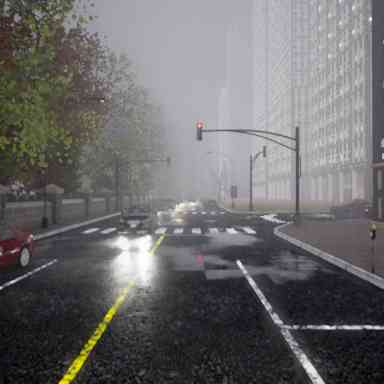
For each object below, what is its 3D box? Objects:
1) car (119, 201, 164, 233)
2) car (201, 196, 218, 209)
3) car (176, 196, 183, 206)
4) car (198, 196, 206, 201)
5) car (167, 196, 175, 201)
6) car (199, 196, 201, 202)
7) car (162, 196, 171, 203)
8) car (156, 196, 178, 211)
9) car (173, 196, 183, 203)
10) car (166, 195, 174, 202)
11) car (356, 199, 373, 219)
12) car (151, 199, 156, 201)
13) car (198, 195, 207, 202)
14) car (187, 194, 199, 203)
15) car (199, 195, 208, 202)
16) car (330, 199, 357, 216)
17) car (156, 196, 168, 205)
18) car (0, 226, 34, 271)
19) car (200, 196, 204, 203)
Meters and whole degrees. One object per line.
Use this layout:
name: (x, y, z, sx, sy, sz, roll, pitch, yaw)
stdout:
car: (-3.099, 1.529, 20.049, 2.128, 1.511, 4.902, 0, 0, 0)
car: (2.694, 1.666, 46.546, 1.947, 1.339, 4.313, 0, 0, 0)
car: (-3.080, 1.620, 57.534, 2.128, 1.511, 4.902, 0, 0, 0)
car: (2.697, 1.787, 91.605, 2.008, 1.369, 4.403, 0, 0, 0)
car: (-5.684, 1.781, 91.605, 1.887, 1.381, 4.507, 0, 0, 0)
car: (2.695, 1.695, 57.811, 1.947, 1.339, 4.313, 0, 0, 0)
car: (-5.684, 1.704, 74.540, 1.752, 1.417, 4.829, 0, 0, 0)
car: (-3.099, 1.614, 41.735, 1.812, 1.442, 4.674, 0, 0, 0)
car: (-2.996, 1.645, 72.734, 1.882, 1.535, 5.008, 0, 0, 0)
car: (-5.683, 1.657, 85.973, 1.967, 1.590, 4.097, 0, 0, 0)
car: (14.675, 1.320, 23.955, 4.313, 1.339, 1.947, -1, 1, 0)
car: (-5.686, 1.696, 52.179, 1.802, 1.307, 4.206, 0, 0, 0)
car: (2.697, 1.657, 85.973, 1.967, 1.590, 4.097, 0, 0, 0)
car: (0.004, 1.706, 73.416, 2.033, 1.411, 5.357, 0, 0, 0)
car: (2.697, 1.638, 80.341, 1.967, 1.590, 4.097, 0, 0, 0)
car: (14.608, 1.355, 29.756, 4.181, 1.385, 1.994, -1, 0, 0)
car: (-5.684, 1.585, 63.445, 1.967, 1.590, 4.097, 0, 0, 0)
car: (-5.816, 1.560, 8.628, 1.887, 1.381, 4.507, 0, 0, 0)
car: (2.695, 1.680, 52.179, 1.947, 1.339, 4.313, 0, 0, 0)
